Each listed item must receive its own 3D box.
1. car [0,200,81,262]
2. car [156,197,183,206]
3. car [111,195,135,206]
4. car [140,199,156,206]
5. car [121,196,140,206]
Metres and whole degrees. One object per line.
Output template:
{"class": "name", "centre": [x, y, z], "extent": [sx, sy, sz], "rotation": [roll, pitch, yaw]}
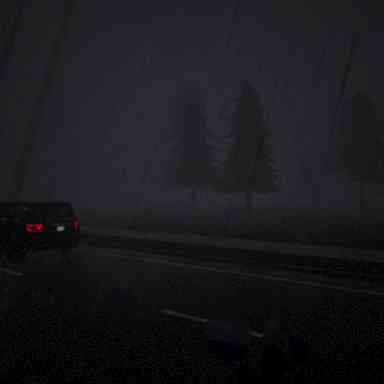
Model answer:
{"class": "car", "centre": [-6.651, 1.348, 12.859], "extent": [5.566, 2.045, 2.150], "rotation": [0, 0, 35]}
{"class": "car", "centre": [-3.767, 1.721, 61.197], "extent": [2.097, 1.767, 4.553], "rotation": [-1, 0, 36]}
{"class": "car", "centre": [-13.338, 1.692, 65.793], "extent": [2.150, 2.045, 5.566], "rotation": [-1, 0, 36]}
{"class": "car", "centre": [-6.938, 2.004, 62.749], "extent": [1.895, 1.301, 4.718], "rotation": [-1, 0, 36]}
{"class": "car", "centre": [-10.444, 1.984, 63.845], "extent": [2.033, 1.411, 5.357], "rotation": [-1, 0, 37]}
